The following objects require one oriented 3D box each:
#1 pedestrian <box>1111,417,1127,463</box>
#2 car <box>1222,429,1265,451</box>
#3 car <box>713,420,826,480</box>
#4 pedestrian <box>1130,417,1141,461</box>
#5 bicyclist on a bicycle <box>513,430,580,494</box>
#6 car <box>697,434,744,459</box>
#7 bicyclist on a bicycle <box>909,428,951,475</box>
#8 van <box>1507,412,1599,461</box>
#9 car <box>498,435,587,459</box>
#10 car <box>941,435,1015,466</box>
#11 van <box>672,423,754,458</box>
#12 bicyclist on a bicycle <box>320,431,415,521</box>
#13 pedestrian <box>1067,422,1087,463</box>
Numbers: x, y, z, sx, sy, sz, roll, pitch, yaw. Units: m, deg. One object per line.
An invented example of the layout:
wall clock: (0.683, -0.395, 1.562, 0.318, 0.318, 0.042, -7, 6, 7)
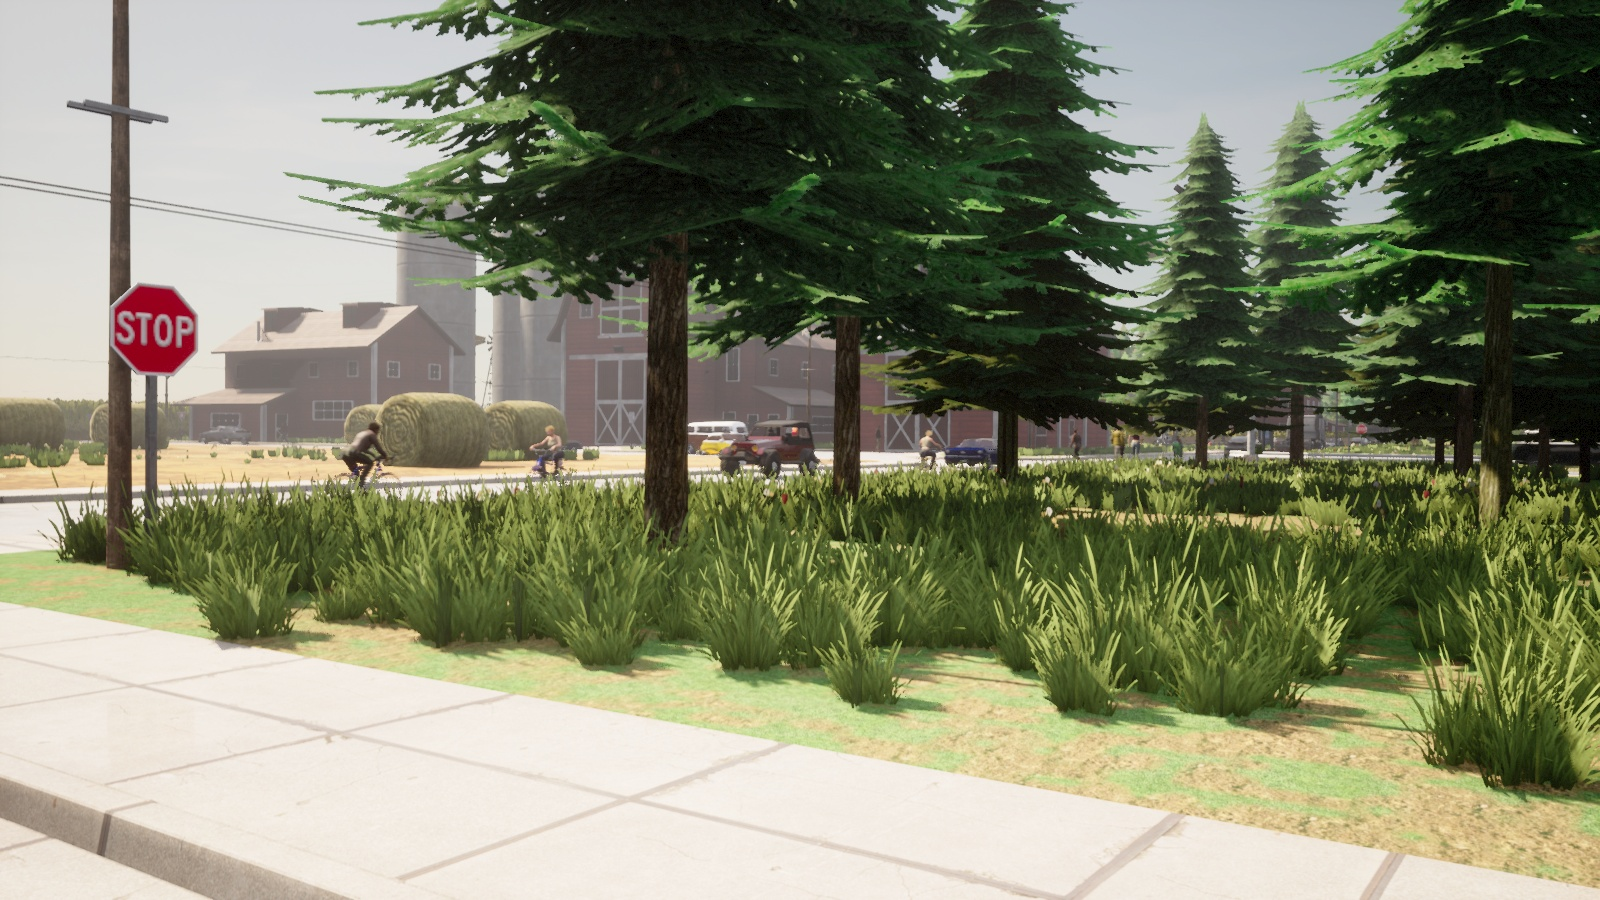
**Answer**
pedestrian: (12.887, -0.405, 50.716, 0.370, 1.835, 0.726, 0, 1, 34)
car: (30.454, -0.703, 86.143, 1.837, 1.490, 4.892, 0, 1, 31)
car: (-0.951, -0.019, 41.468, 1.905, 1.878, 3.866, 0, 1, 31)
pedestrian: (14.096, -0.443, 52.723, 0.345, 1.836, 0.594, 0, 1, 26)
bicyclist on a bicycle: (-6.516, 0.297, 32.355, 0.866, 1.612, 1.509, 0, 1, 32)
car: (-4.499, -0.181, 71.227, 2.207, 1.376, 1.481, 0, 1, 30)
bicyclist on a bicycle: (4.526, 0.045, 43.727, 0.866, 1.612, 1.509, 0, 1, 32)
van: (32.682, -0.566, 53.470, 4.480, 2.038, 2.069, 0, 1, 30)
car: (-16.003, -0.188, 77.973, 5.357, 1.411, 2.033, 0, 1, 30)
car: (7.966, 0.007, 55.889, 1.895, 1.301, 4.718, 0, 1, 26)
van: (-5.243, -0.571, 75.711, 4.480, 2.038, 2.069, 0, 1, 30)
bicyclist on a bicycle: (-7.983, 0.455, 23.250, 0.582, 1.620, 1.656, 0, 1, 31)
pedestrian: (12.189, -0.330, 55.320, 0.328, 1.805, 0.869, -1, 1, -33)
